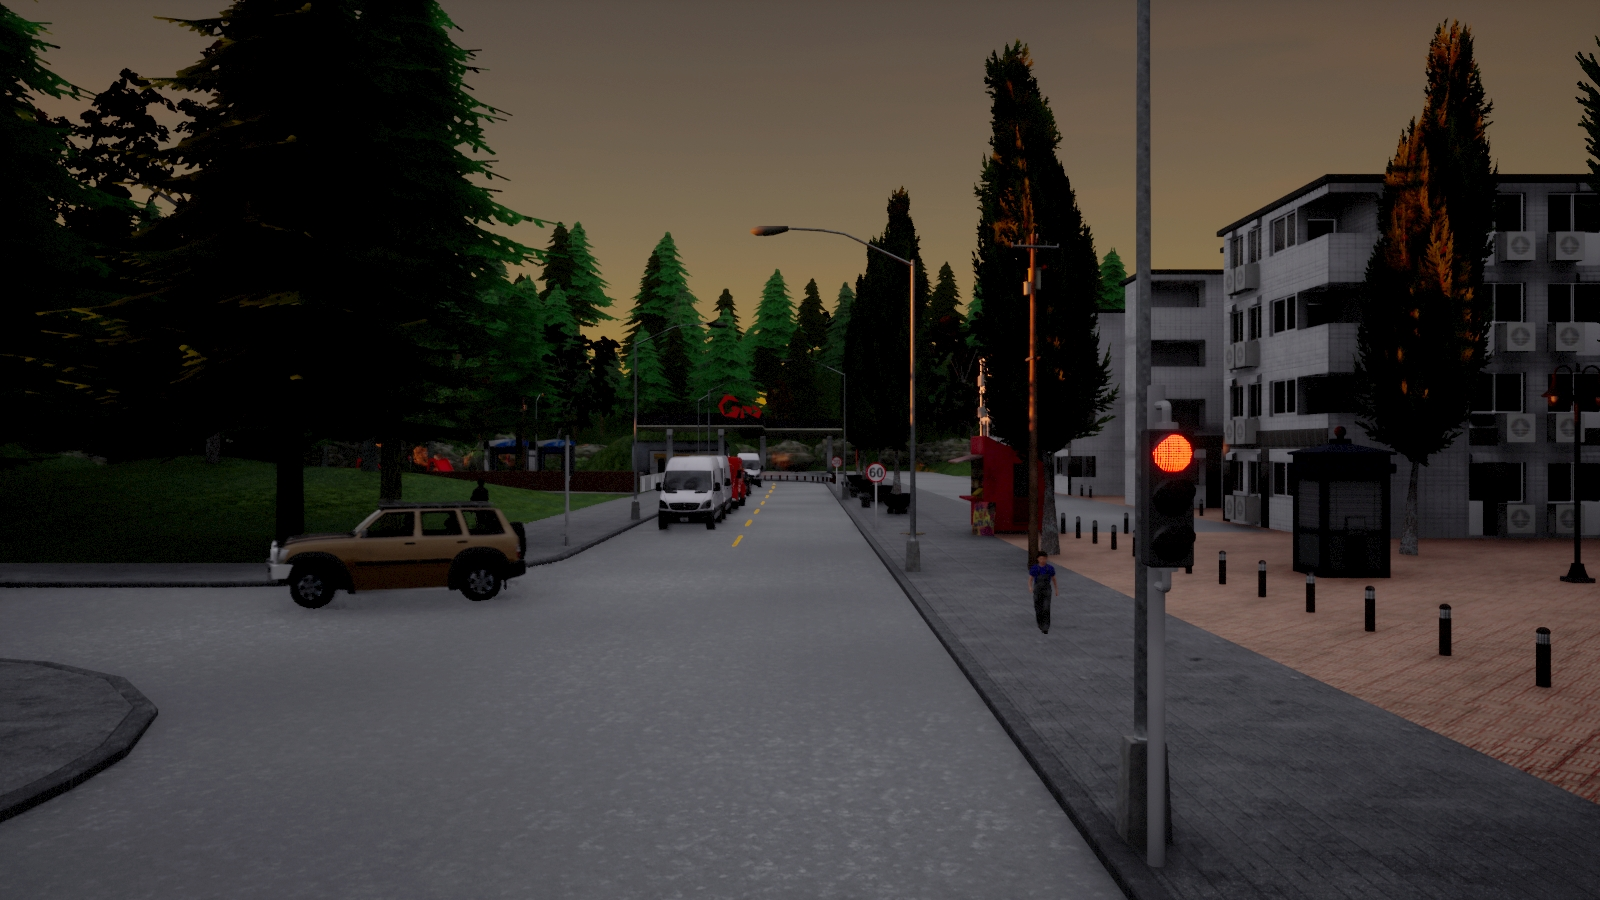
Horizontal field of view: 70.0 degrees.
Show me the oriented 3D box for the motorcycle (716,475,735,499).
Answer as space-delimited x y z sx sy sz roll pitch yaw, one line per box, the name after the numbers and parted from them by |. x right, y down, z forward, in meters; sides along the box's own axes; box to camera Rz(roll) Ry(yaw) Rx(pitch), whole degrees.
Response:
-3.988 1.975 61.268 0.867 1.251 2.209 0 0 0 | motorcycle

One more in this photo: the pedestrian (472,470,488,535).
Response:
-9.294 1.520 33.199 0.375 1.860 0.375 0 0 0 | pedestrian

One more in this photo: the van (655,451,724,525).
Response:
-4.013 1.307 42.390 1.988 2.561 5.915 0 0 0 | van

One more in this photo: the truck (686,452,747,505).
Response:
-3.995 1.339 55.631 2.627 2.467 5.204 0 0 0 | truck

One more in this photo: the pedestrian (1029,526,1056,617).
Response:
3.614 1.801 17.004 0.375 1.300 0.375 0 0 14 | pedestrian

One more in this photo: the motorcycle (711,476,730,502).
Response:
-3.975 1.953 57.177 0.856 1.236 1.805 0 0 0 | motorcycle

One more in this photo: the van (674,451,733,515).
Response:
-4.007 1.306 48.327 1.988 2.561 5.915 0 0 0 | van

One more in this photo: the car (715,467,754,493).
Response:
-3.975 1.816 70.543 2.128 1.511 4.902 0 0 0 | car

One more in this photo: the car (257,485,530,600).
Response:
-7.551 1.640 21.347 4.605 1.855 1.932 0 0 -23 | car
